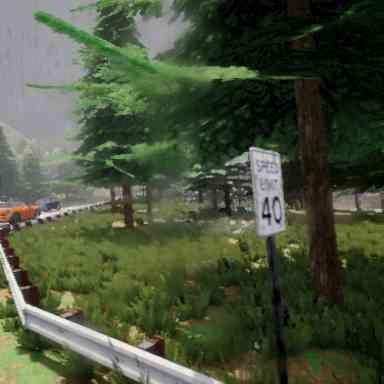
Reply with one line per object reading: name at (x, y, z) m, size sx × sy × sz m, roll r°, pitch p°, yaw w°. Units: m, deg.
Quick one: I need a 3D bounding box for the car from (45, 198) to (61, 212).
car at (-15.827, 1.468, 35.768) m, size 2.128 × 1.511 × 4.902 m, roll -5°, pitch 1°, yaw 1°

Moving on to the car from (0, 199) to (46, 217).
car at (-12.402, 1.339, 23.060) m, size 2.097 × 1.767 × 4.553 m, roll -4°, pitch 1°, yaw -2°
